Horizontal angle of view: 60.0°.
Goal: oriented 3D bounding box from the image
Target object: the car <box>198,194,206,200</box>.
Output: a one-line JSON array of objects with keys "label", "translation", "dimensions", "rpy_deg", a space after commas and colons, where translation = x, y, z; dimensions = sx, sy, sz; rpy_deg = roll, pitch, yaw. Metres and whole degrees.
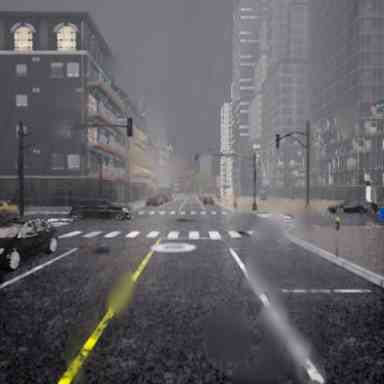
[{"label": "car", "translation": [2.663, 1.347, 88.169], "dimensions": [1.887, 1.381, 4.507], "rpy_deg": [-1, 0, 0]}]

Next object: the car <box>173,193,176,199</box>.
[{"label": "car", "translation": [-5.685, 1.396, 82.464], "dimensions": [1.802, 1.307, 4.206], "rpy_deg": [-1, 0, 0]}]

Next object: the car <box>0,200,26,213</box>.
[{"label": "car", "translation": [-17.878, 1.426, 30.477], "dimensions": [4.829, 1.417, 1.752], "rpy_deg": [0, 1, 0]}]

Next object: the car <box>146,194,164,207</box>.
[{"label": "car", "translation": [-5.691, 1.428, 48.570], "dimensions": [1.887, 1.381, 4.507], "rpy_deg": [-1, 0, 0]}]

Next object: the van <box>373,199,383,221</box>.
[{"label": "van", "translation": [14.692, 1.314, 22.140], "dimensions": [3.998, 1.788, 1.690], "rpy_deg": [0, 1, 0]}]

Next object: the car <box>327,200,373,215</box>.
[{"label": "car", "translation": [14.681, 1.394, 30.525], "dimensions": [4.313, 1.339, 1.947], "rpy_deg": [0, 1, 0]}]

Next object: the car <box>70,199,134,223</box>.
[{"label": "car", "translation": [-6.684, 1.294, 24.800], "dimensions": [4.553, 1.767, 2.097], "rpy_deg": [0, 1, 0]}]

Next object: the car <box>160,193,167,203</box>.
[{"label": "car", "translation": [-5.692, 1.311, 54.219], "dimensions": [1.967, 1.590, 4.097], "rpy_deg": [-1, 0, 0]}]

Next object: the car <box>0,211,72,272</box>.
[{"label": "car", "translation": [-5.698, 1.524, 10.504], "dimensions": [2.008, 1.369, 4.403], "rpy_deg": [-1, 0, 0]}]

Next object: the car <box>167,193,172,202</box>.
[{"label": "car", "translation": [-5.692, 1.162, 65.517], "dimensions": [2.192, 1.841, 5.009], "rpy_deg": [-1, 0, 0]}]

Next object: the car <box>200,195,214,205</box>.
[{"label": "car", "translation": [2.656, 1.415, 54.275], "dimensions": [1.887, 1.381, 4.507], "rpy_deg": [-1, 0, 0]}]
